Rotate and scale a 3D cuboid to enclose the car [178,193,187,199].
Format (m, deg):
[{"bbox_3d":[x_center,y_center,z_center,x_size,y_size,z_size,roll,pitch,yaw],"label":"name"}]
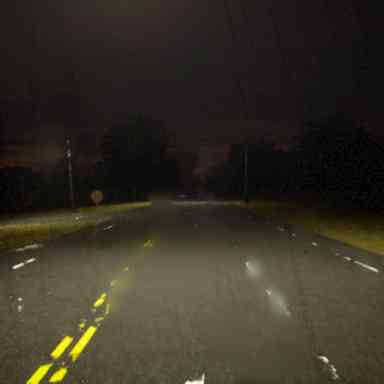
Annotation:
[{"bbox_3d":[-2.328,1.022,82.539,1.895,1.301,4.718,0,1,2],"label":"car"}]
